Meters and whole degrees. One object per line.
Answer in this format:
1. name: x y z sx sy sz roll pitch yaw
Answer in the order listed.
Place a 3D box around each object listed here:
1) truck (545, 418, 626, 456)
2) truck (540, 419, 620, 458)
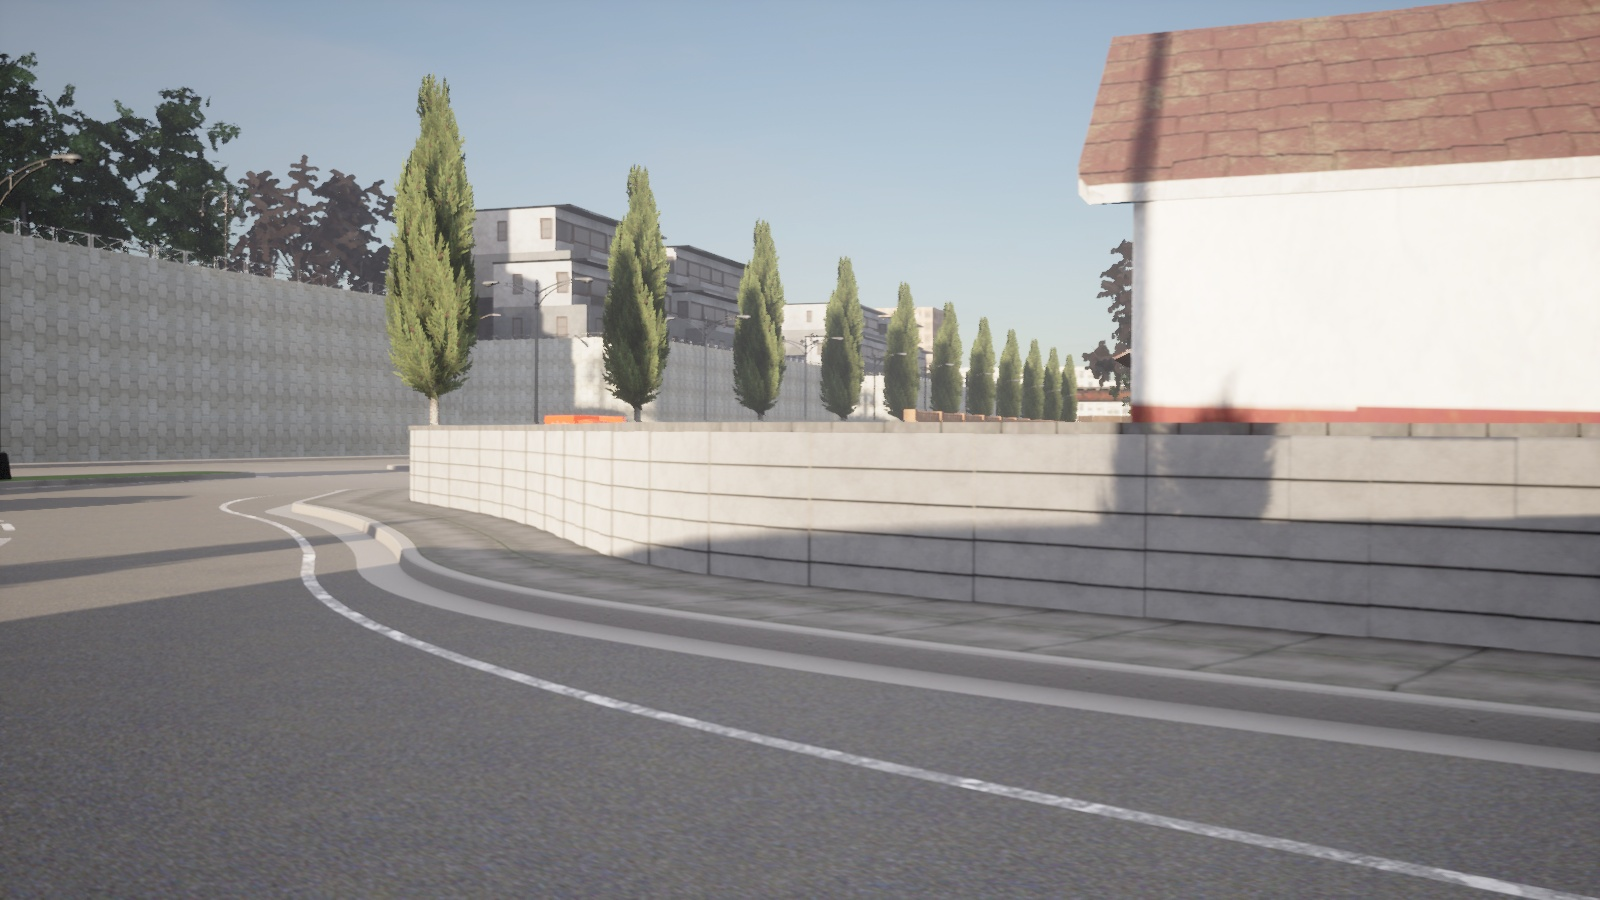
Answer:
1. truck: -14.908 -0.927 87.615 5.204 2.467 2.627 1 3 1
2. truck: -14.407 -0.763 81.971 2.627 2.467 5.204 -1 1 -45
